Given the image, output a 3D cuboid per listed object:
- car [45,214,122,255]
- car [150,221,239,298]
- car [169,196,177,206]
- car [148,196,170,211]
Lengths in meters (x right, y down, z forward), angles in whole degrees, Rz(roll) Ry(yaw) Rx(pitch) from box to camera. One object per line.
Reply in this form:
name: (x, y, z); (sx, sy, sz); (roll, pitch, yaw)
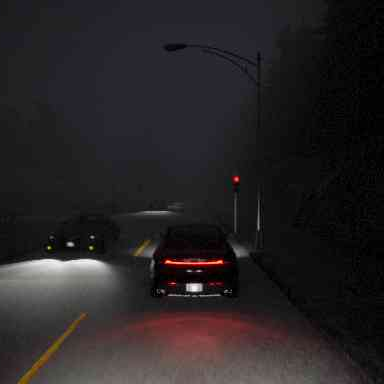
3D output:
car: (-4.097, 1.564, 13.164); (1.994, 1.385, 4.181); (0, 0, 0)
car: (0.061, 1.505, 8.523); (1.837, 1.490, 4.892); (0, 0, 0)
car: (-4.073, 1.477, 55.437); (1.882, 1.535, 5.008); (0, 0, 0)
car: (-4.087, 1.564, 40.101); (1.994, 1.385, 4.181); (0, 0, 0)
